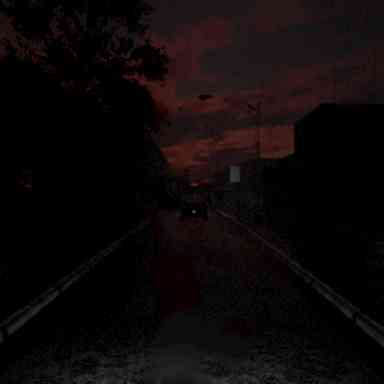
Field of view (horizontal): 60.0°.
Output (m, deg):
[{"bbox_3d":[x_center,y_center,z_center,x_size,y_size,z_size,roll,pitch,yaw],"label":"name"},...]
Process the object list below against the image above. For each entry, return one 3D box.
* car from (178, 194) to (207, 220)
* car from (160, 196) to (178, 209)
[{"bbox_3d":[0.135,1.190,25.227,1.882,1.535,5.008,1,0,0],"label":"car"},{"bbox_3d":[-2.475,1.304,41.606,1.837,1.490,4.892,4,-1,-26],"label":"car"}]
